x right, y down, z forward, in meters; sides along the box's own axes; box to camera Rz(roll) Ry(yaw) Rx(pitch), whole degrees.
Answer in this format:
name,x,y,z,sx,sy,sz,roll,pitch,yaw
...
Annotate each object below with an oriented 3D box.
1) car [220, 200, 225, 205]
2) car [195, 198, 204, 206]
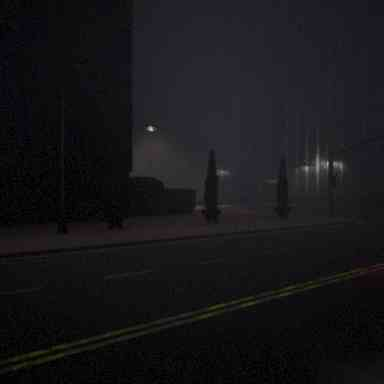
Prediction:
name,x,y,z,sx,sy,sz,roll,pitch,yaw
car,3.668,1.607,56.907,1.994,1.385,4.181,0,0,-36
car,-0.041,1.515,56.063,1.882,1.535,5.008,0,0,-36
